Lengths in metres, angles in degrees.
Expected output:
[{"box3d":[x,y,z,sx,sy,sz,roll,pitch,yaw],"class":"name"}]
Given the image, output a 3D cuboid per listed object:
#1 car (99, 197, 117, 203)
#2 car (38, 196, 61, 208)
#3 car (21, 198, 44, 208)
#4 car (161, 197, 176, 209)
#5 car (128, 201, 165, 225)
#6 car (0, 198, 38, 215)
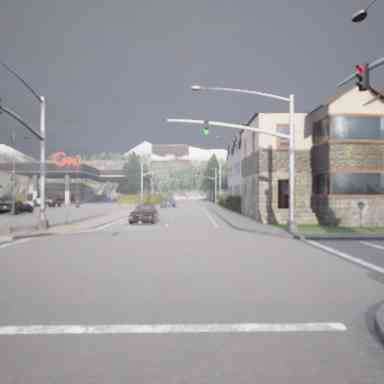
[{"box3d":[-22.272,2.115,87.885,4.611,1.667,2.242,0,0,0],"class":"car"},{"box3d":[-22.687,1.541,53.885,1.905,1.878,3.866,0,0,0],"class":"car"},{"box3d":[-26.014,1.828,54.482,1.970,1.475,3.806,0,0,0],"class":"car"},{"box3d":[-3.558,1.537,50.897,2.097,1.767,4.553,0,0,0],"class":"car"},{"box3d":[-3.533,1.693,25.308,2.033,1.411,5.357,0,0,0],"class":"car"},{"box3d":[-18.964,1.672,36.020,2.007,1.523,4.514,0,0,0],"class":"car"}]
